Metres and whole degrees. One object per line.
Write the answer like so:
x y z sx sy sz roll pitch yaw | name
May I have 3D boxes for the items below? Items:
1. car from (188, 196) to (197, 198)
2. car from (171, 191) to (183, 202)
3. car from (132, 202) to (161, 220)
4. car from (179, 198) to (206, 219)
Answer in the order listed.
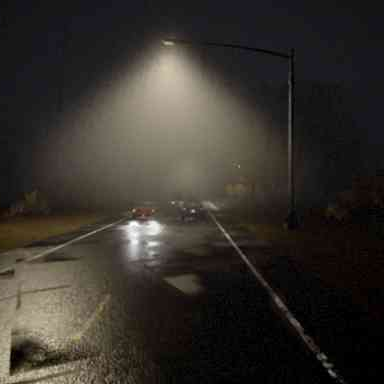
0.067 1.305 43.405 1.812 1.442 4.674 0 0 0 | car
-2.972 0.876 67.808 2.150 2.045 5.566 0 1 3 | car
-3.614 1.463 26.968 1.895 1.301 4.718 0 0 0 | car
0.085 1.425 27.285 1.994 1.385 4.181 0 0 0 | car
